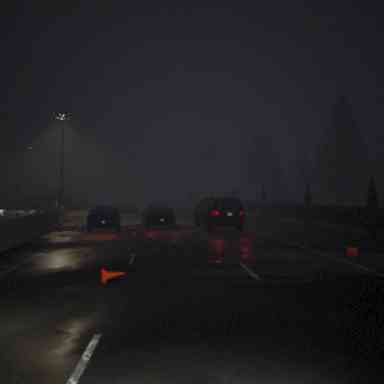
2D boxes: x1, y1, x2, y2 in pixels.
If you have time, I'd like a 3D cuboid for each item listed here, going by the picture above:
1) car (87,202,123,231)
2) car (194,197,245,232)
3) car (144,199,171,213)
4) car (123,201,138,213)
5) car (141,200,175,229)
[{"bbox_3d":[-5.634,1.597,21.530,1.882,1.535,5.008,0,0,-12],"label":"car"},{"bbox_3d":[1.601,1.322,20.998,2.150,2.045,5.566,0,0,-11],"label":"car"},{"bbox_3d":[-4.264,1.684,40.340,1.882,1.535,5.008,0,0,-22],"label":"car"},{"bbox_3d":[-7.700,1.775,39.477,1.994,1.385,4.181,0,0,-22],"label":"car"},{"bbox_3d":[-2.403,1.595,23.030,1.882,1.535,5.008,0,0,-13],"label":"car"}]
